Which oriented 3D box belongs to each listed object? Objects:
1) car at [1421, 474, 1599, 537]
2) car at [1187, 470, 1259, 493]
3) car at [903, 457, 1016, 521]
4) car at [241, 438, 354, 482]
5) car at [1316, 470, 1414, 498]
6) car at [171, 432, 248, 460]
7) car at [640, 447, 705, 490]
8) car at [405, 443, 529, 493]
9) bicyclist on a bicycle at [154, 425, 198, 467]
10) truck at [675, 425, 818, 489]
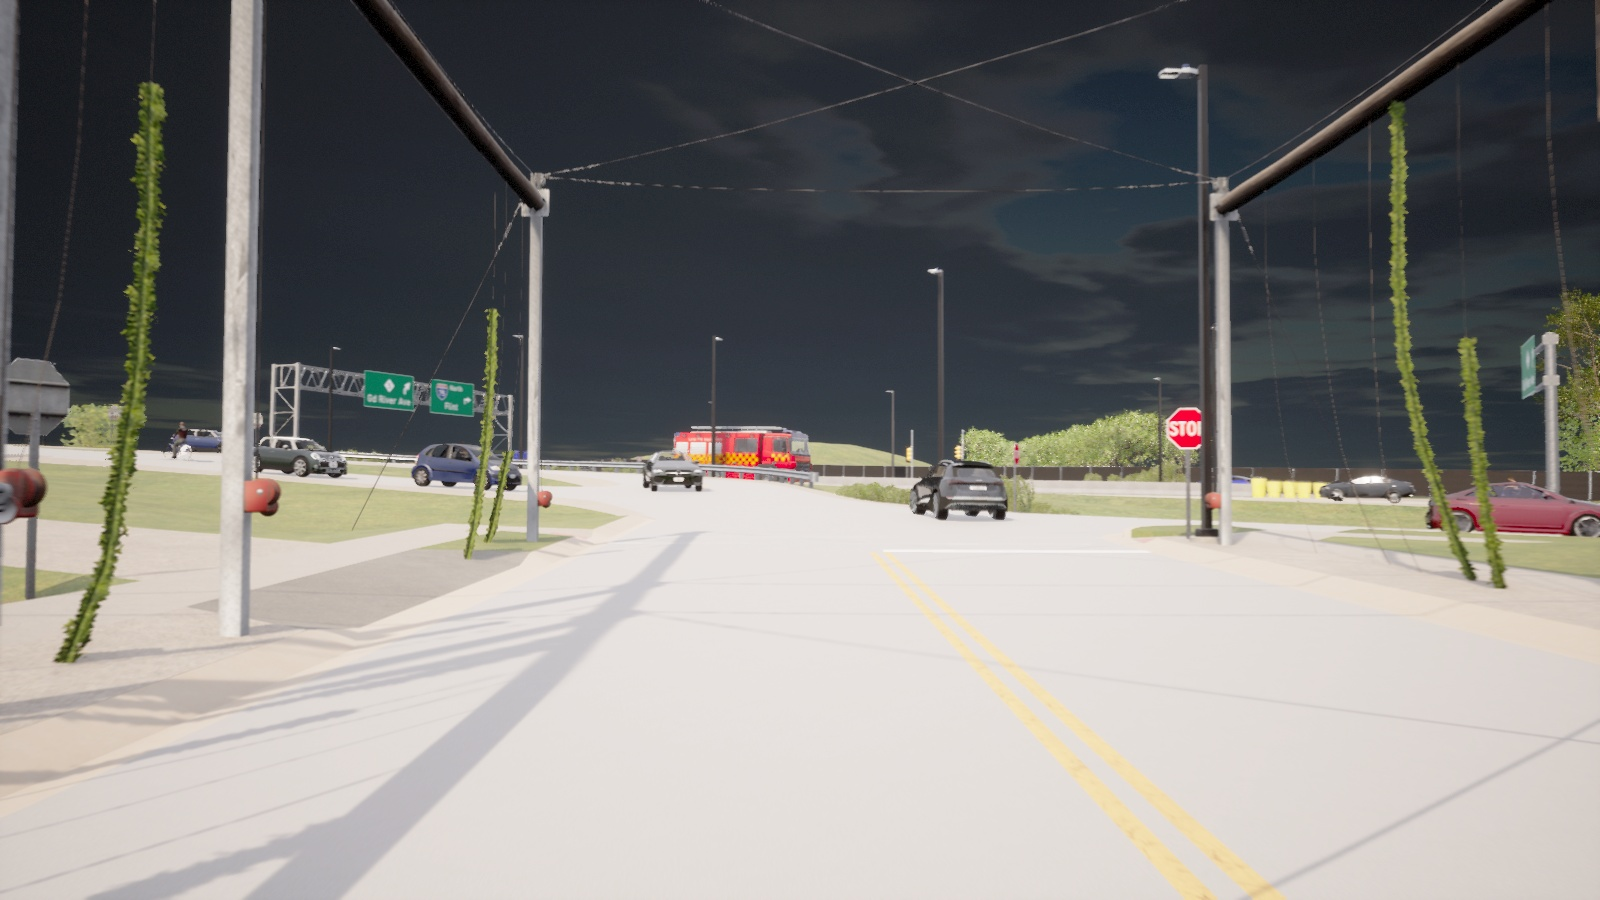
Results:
[{"bbox_3d":[17.372,1.330,30.323,4.181,1.385,1.994,1,-2,24],"label":"car"},{"bbox_3d":[30.363,2.260,90.244,2.007,1.525,4.514,2,-1,-42],"label":"car"},{"bbox_3d":[4.441,1.066,35.725,2.033,1.649,4.856,1,-1,-7],"label":"car"},{"bbox_3d":[-19.672,0.383,49.127,3.806,1.475,1.970,3,-1,26],"label":"car"},{"bbox_3d":[31.449,1.884,69.928,4.902,1.511,2.128,0,-2,25],"label":"car"},{"bbox_3d":[-36.219,-0.236,77.111,3.806,1.475,1.970,2,-2,-7],"label":"car"},{"bbox_3d":[-5.430,0.742,52.915,2.152,1.651,5.027,0,1,-13],"label":"car"},{"bbox_3d":[-12.088,0.656,45.584,3.988,1.617,1.851,2,-1,24],"label":"car"},{"bbox_3d":[-28.432,-0.174,57.207,1.843,1.776,0.659,3,-1,25],"label":"bicyclist on a bicycle"},{"bbox_3d":[-3.365,0.458,78.262,8.468,3.827,2.891,0,-2,25],"label":"truck"}]
